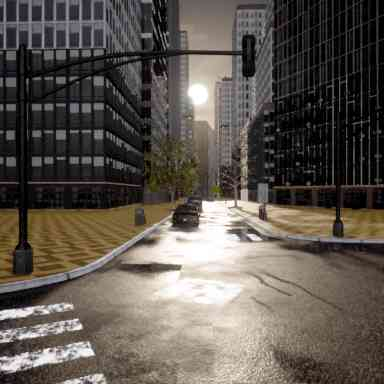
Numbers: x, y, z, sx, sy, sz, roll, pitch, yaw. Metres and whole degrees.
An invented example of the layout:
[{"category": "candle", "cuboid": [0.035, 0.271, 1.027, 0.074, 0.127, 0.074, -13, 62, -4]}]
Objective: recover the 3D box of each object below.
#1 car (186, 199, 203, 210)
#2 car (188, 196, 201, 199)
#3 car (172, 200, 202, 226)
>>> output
[{"category": "car", "cuboid": [-0.011, 1.777, 35.613, 1.812, 1.442, 4.674, 0, 0, 2]}, {"category": "car", "cuboid": [0.389, 1.554, 46.265, 2.150, 2.045, 5.566, 0, 0, 2]}, {"category": "car", "cuboid": [-0.397, 1.654, 25.401, 1.882, 1.535, 5.008, 0, 0, 2]}]
